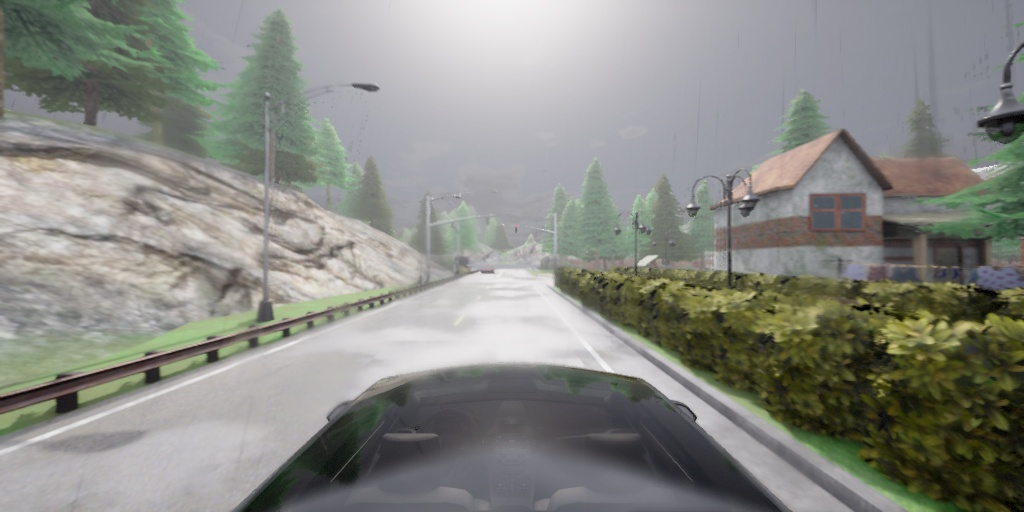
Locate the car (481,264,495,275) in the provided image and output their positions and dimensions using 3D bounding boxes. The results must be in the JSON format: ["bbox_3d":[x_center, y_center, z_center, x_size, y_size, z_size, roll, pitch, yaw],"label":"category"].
[{"bbox_3d":[-3.516,1.982,53.053,1.882,1.535,5.008,0,0,0],"label":"car"}]
